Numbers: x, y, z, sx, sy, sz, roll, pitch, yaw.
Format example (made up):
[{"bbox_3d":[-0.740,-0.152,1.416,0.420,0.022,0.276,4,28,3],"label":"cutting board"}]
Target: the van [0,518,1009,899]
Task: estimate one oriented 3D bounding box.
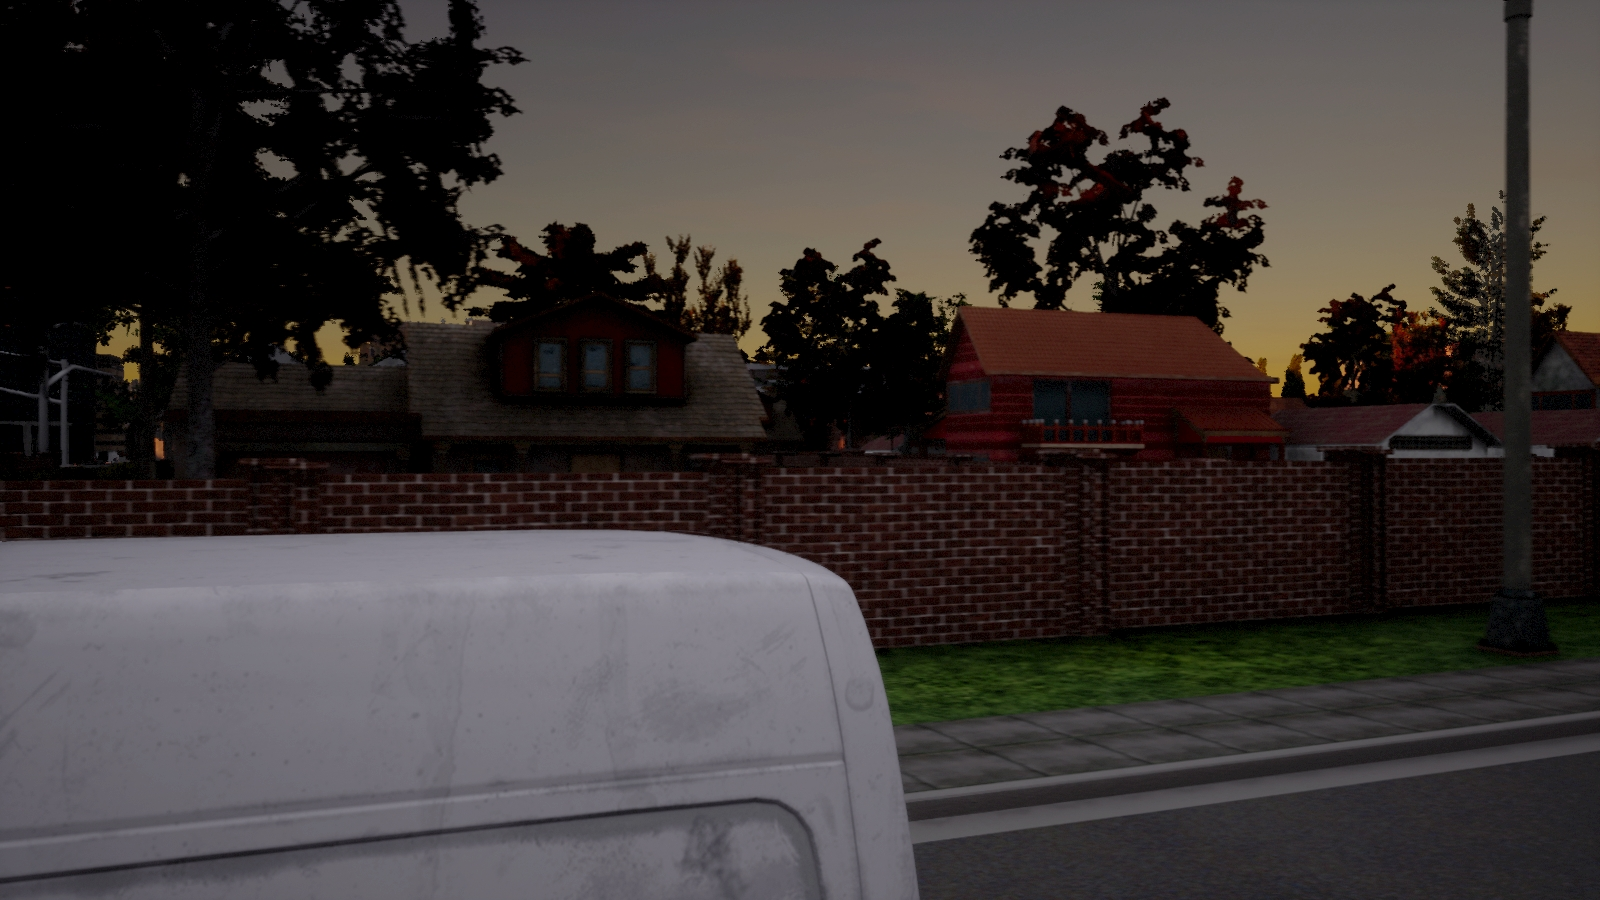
[{"bbox_3d":[-2.682,1.532,2.318,5.915,2.561,1.988,0,0,-20],"label":"van"}]
